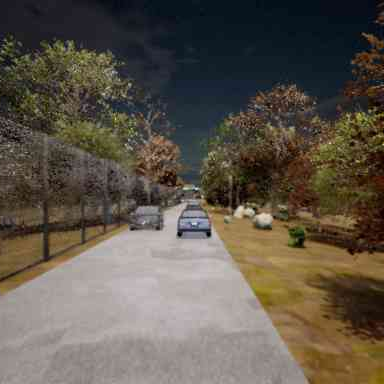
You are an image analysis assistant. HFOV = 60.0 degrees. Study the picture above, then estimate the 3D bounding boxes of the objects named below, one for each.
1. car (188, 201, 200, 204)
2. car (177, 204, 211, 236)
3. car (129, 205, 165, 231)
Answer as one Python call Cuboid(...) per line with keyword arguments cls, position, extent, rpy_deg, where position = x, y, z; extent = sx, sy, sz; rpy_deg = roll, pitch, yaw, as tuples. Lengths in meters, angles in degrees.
Cuboid(cls="car", position=(0.216, 1.897, 40.379), extent=(1.837, 1.490, 4.892), rpy_deg=(0, -1, 0))
Cuboid(cls="car", position=(0.125, 1.639, 19.044), extent=(2.033, 1.411, 5.357), rpy_deg=(0, -1, 0))
Cuboid(cls="car", position=(-2.813, 1.623, 21.606), extent=(1.837, 1.490, 4.892), rpy_deg=(0, -1, 0))
